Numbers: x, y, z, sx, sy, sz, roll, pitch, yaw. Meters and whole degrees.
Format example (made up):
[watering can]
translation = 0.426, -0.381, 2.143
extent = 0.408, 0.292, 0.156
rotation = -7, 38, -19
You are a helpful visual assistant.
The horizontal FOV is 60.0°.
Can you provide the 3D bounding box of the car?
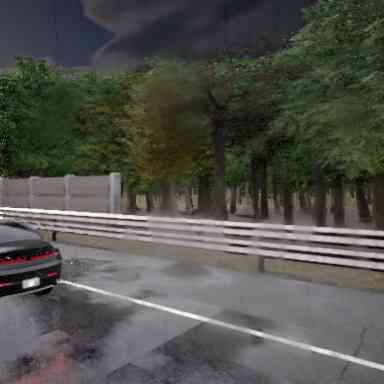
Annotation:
[car]
translation = -4.829, 1.364, 7.318
extent = 4.892, 1.490, 1.837
rotation = 0, 0, 36
